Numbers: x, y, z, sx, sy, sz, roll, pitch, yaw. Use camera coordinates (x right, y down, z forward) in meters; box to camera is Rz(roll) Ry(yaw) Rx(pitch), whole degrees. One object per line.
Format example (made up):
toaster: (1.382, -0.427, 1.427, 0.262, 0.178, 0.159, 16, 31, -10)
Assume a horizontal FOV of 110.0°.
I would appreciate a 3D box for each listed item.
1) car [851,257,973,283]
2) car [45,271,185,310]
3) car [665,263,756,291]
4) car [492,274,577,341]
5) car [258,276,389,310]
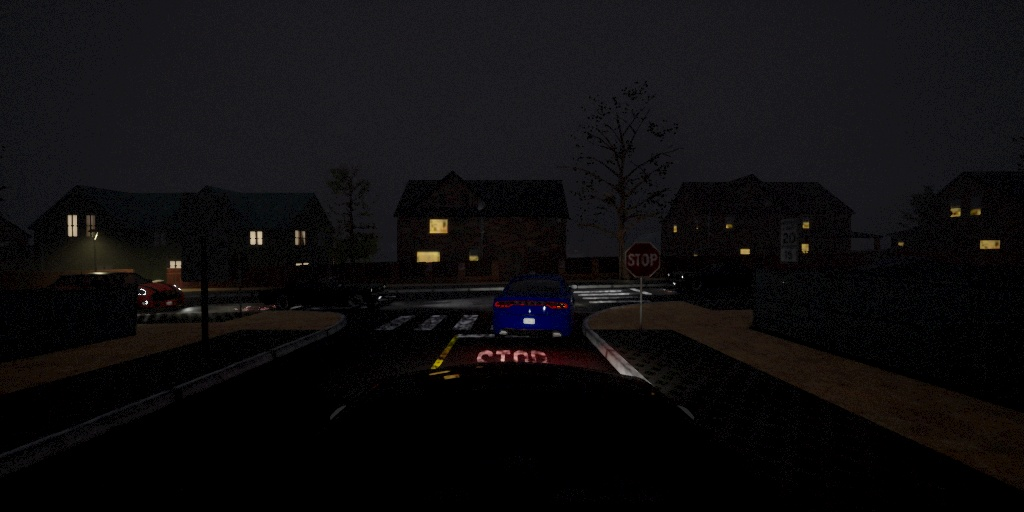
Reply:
car: (20.045, 0.753, 18.213, 5.357, 1.411, 2.033, -1, 1, 0)
car: (-16.808, 1.471, 15.217, 4.553, 1.767, 2.097, -1, 1, 0)
car: (10.399, 1.034, 18.171, 4.718, 1.301, 1.895, -1, 1, -1)
car: (0.780, 1.226, 10.029, 1.882, 1.535, 5.008, 0, 0, 10)
car: (-7.821, 1.506, 15.231, 4.718, 1.301, 1.895, -1, 1, 0)
